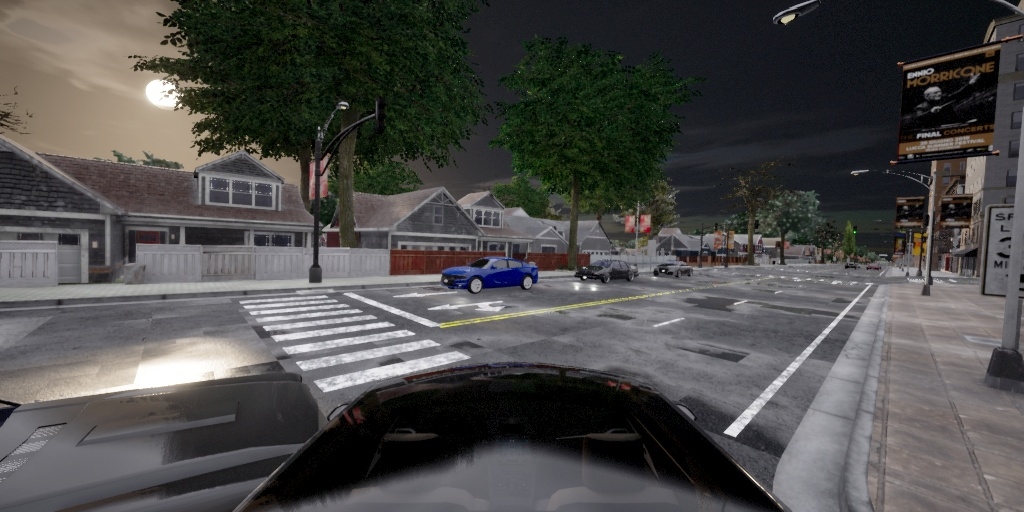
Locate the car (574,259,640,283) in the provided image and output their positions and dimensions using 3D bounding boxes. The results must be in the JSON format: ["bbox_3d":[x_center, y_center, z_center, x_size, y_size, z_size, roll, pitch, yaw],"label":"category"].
[{"bbox_3d":[6.342,0.931,23.425,5.357,1.411,2.033,1,2,-43],"label":"car"}]

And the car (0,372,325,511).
[{"bbox_3d":[-3.317,1.272,1.448,4.718,1.301,1.895,1,2,-33],"label":"car"}]

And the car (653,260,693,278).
[{"bbox_3d":[13.632,1.033,30.250,4.181,1.385,1.994,1,2,-44],"label":"car"}]

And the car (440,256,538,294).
[{"bbox_3d":[-0.916,0.780,16.602,5.008,1.535,1.882,1,2,-43],"label":"car"}]
